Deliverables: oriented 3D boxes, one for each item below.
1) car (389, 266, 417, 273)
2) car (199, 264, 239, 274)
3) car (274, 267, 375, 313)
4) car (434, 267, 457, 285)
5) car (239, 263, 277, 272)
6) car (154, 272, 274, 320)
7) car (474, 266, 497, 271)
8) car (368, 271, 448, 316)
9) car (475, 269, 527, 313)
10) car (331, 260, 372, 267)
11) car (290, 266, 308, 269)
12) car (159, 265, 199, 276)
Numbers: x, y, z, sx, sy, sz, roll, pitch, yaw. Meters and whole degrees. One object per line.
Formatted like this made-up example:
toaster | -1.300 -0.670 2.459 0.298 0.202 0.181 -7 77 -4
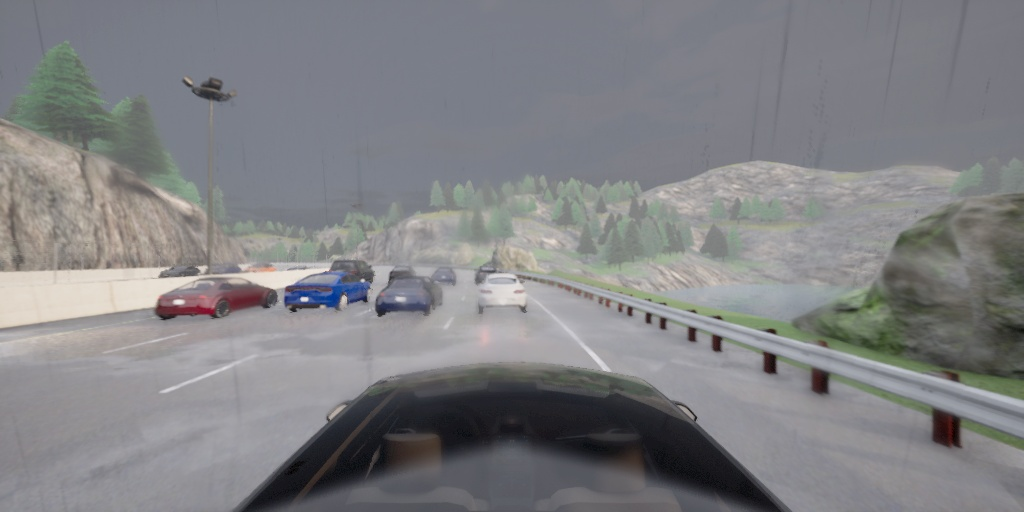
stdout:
car | -9.288 1.581 30.789 1.882 1.535 5.008 0 -1 -9
car | -32.903 1.660 41.014 2.097 1.767 4.553 0 -1 -14
car | -7.480 1.403 15.114 1.882 1.535 5.008 0 -1 -4
car | -5.660 1.646 30.143 1.994 1.385 4.181 0 -1 -9
car | -29.612 1.661 42.299 2.097 1.767 4.553 0 -1 -14
car | -10.897 1.485 13.601 1.994 1.385 4.181 0 -1 -4
car | -2.098 1.559 30.019 2.128 1.511 4.902 0 -1 -8
car | -3.924 1.466 14.257 1.994 1.385 4.181 0 -1 -4
car | -0.447 1.419 14.716 1.812 1.442 4.674 0 -1 -4
car | -12.392 1.309 27.963 2.150 2.045 5.566 0 0 -8
car | -26.687 1.892 45.072 1.994 1.385 4.181 0 -1 -14
car | -36.049 1.804 39.173 1.837 1.490 4.892 0 -1 -13
